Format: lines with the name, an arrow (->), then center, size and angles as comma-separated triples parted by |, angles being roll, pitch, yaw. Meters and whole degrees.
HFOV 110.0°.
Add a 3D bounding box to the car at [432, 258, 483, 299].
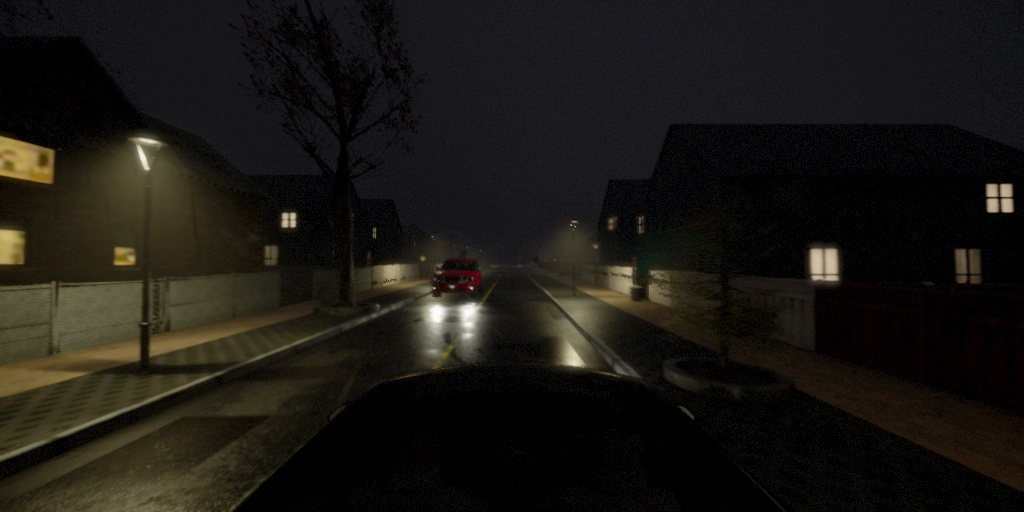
car -> -2.844, 1.138, 19.857 | 2.150, 2.045, 5.566 | 0, -1, 0
